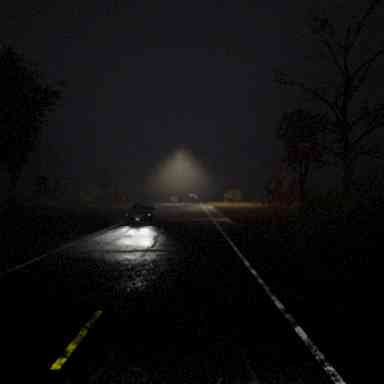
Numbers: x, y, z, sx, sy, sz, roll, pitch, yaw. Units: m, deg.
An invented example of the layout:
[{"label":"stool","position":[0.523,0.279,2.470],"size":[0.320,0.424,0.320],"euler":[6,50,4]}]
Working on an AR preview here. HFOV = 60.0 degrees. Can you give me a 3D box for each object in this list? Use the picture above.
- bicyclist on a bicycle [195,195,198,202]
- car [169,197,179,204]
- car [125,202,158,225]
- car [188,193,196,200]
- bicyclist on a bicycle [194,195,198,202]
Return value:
[{"label":"bicyclist on a bicycle","position":[0.928,1.497,72.762],"size":[0.866,1.612,1.509],"euler":[0,0,0]},{"label":"car","position":[-3.516,1.605,66.331],"size":[2.033,1.411,5.357],"euler":[0,0,0]},{"label":"car","position":[-3.603,1.537,24.388],"size":[2.128,1.511,4.902],"euler":[0,0,0]},{"label":"car","position":[-0.015,1.592,89.744],"size":[1.895,1.301,4.718],"euler":[0,0,0]},{"label":"bicyclist on a bicycle","position":[0.927,1.489,81.664],"size":[0.866,1.612,1.509],"euler":[0,2,0]}]
